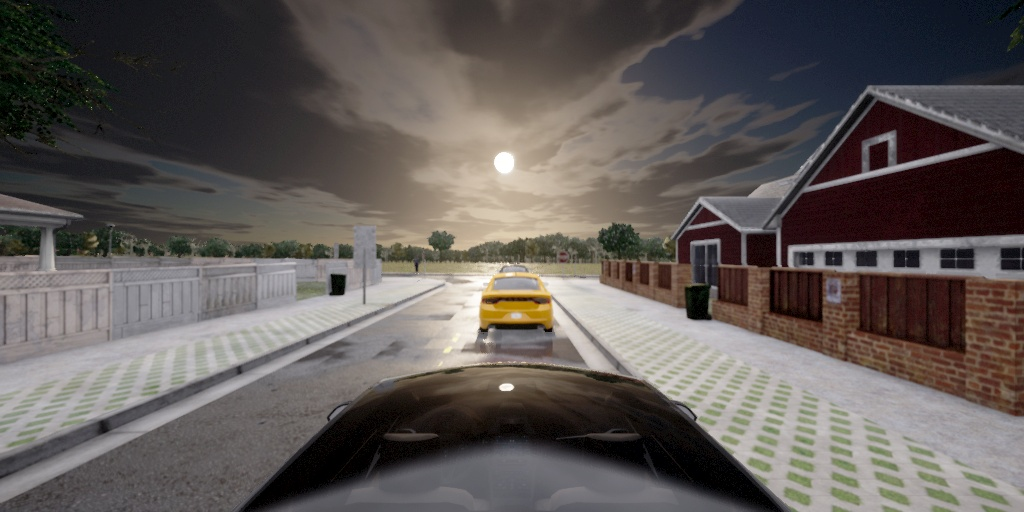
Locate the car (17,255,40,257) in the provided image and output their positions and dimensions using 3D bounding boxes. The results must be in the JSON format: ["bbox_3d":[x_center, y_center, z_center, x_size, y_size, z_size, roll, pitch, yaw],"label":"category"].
[{"bbox_3d":[-44.567,0.669,33.137,5.008,1.535,1.882,1,0,0],"label":"car"}]

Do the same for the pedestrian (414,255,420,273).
[{"bbox_3d":[-9.637,0.812,36.254,0.375,1.860,0.375,0,-1,0],"label":"pedestrian"}]

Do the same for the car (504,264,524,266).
[{"bbox_3d":[0.119,1.225,20.736,1.882,1.535,5.008,0,0,0],"label":"car"}]

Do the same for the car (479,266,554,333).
[{"bbox_3d":[0.110,1.225,10.782,1.882,1.535,5.008,0,0,0],"label":"car"}]
